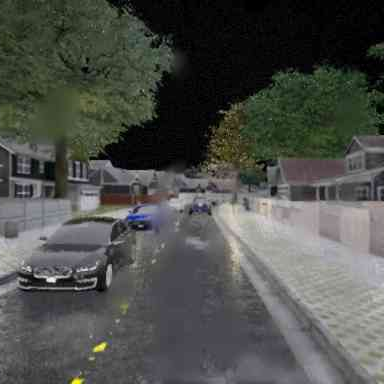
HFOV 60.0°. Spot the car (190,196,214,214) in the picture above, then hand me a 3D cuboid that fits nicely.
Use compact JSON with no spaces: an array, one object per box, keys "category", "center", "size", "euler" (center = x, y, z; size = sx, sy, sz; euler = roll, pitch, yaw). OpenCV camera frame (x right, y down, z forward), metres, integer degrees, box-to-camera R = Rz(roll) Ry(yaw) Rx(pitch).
[{"category":"car","center":[0.916,1.309,34.266],"size":[2.097,1.767,4.553],"euler":[1,0,3]}]

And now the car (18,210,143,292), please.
[{"category":"car","center":[-2.712,1.467,8.932],"size":[1.837,1.490,4.892],"euler":[1,0,1]}]

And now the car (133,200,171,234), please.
[{"category":"car","center":[-2.518,1.428,19.169],"size":[1.882,1.535,5.008],"euler":[1,0,1]}]

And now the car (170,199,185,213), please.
[{"category":"car","center":[-1.870,1.463,36.640],"size":[1.812,1.442,4.674],"euler":[1,0,4]}]

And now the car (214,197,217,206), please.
[{"category":"car","center":[3.047,1.460,54.322],"size":[1.812,1.442,4.674],"euler":[1,0,9]}]
